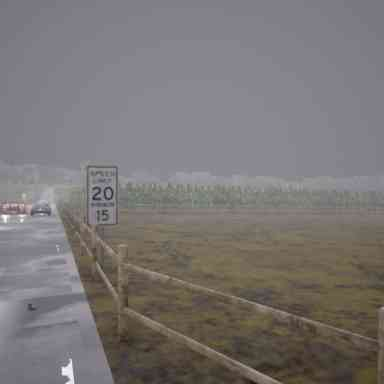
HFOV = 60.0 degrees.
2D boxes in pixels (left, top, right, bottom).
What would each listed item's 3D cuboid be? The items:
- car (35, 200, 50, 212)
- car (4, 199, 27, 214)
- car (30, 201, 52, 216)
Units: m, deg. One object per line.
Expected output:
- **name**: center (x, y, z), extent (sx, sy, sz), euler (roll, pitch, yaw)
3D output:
- **car**: center (-20.272, 1.896, 45.265), extent (1.812, 1.442, 4.674), euler (0, -1, -23)
- **car**: center (-20.565, 1.644, 38.844), extent (2.097, 1.767, 4.553), euler (0, -1, -23)
- **car**: center (-16.400, 1.796, 36.170), extent (1.994, 1.385, 4.181), euler (0, -1, -22)
